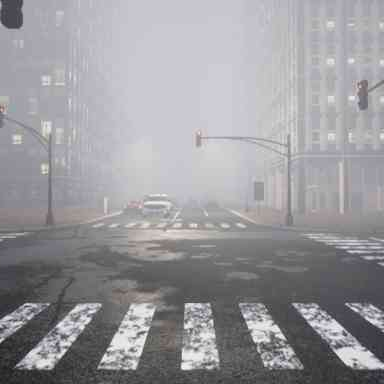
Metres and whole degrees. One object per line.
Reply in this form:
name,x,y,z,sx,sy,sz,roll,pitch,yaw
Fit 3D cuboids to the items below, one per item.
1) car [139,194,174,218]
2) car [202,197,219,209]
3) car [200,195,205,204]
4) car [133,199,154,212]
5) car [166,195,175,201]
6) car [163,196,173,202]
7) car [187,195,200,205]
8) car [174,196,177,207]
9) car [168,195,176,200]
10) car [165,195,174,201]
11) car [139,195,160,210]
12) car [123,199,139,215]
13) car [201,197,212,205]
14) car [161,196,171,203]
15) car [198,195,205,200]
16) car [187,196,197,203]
car,-3.111,1.231,30.261,2.150,2.045,5.566,0,0,0
car,2.682,1.596,44.911,1.802,1.307,4.206,1,0,0
car,2.679,1.543,56.237,1.752,1.417,4.829,1,0,0
car,-5.695,1.594,39.270,1.802,1.307,4.206,1,0,0
car,-5.717,1.581,89.446,2.008,1.369,4.403,1,0,0
car,-5.712,1.576,78.296,2.008,1.369,4.403,1,0,0
car,0.073,1.566,57.354,2.033,1.411,5.357,0,0,-1
car,-3.116,1.538,40.183,1.812,1.442,4.674,0,0,0
car,-5.721,1.598,95.022,1.947,1.339,4.313,1,0,0
car,-5.715,1.573,83.871,1.887,1.381,4.507,1,0,0
car,-5.692,1.329,44.845,2.192,1.841,5.009,1,0,0
car,-5.690,1.451,33.695,1.967,1.590,4.097,1,0,0
car,2.675,1.586,61.644,1.947,1.339,4.313,1,0,0
car,-5.710,1.568,72.721,1.887,1.381,4.507,1,0,0
car,2.660,1.577,95.107,1.887,1.381,4.507,1,0,0
car,0.044,1.584,70.917,1.994,1.385,4.181,0,0,0
